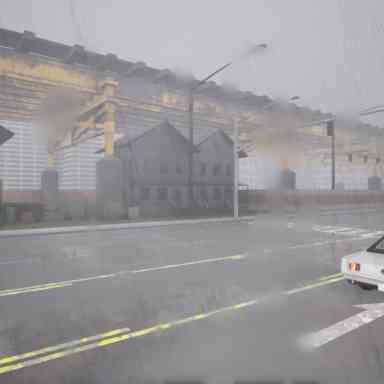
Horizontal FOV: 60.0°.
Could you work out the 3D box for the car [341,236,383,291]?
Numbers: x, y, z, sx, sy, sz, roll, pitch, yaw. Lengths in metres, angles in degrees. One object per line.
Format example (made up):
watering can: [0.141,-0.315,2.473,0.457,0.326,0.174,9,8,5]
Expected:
car: [5.616,1.601,7.776,4.718,1.301,1.895,0,0,-35]
